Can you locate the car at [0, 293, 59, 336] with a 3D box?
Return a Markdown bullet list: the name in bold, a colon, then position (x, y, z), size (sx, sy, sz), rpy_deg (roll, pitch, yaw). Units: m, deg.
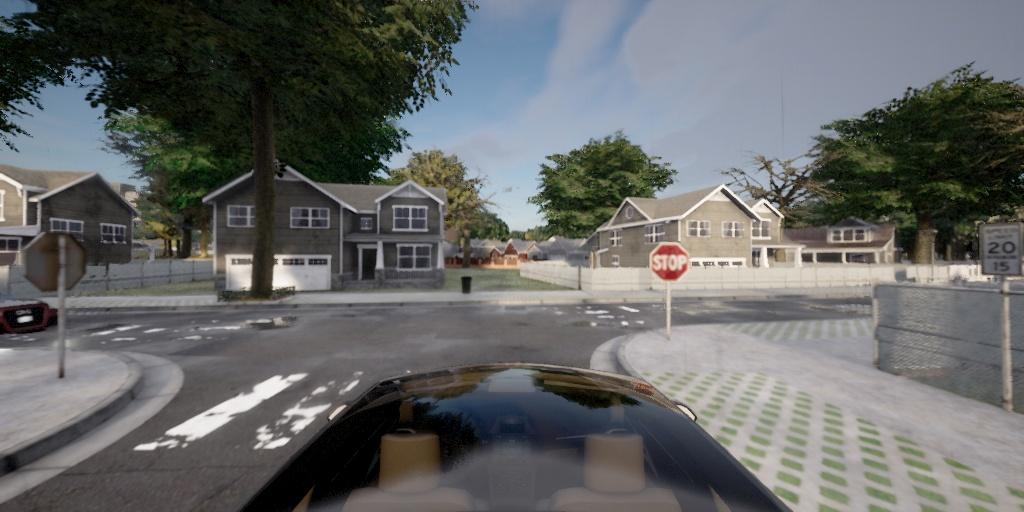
- **car**: position (-13.265, 1.264, 8.038), size (4.181, 1.385, 1.994), rpy_deg (1, 0, -8)
